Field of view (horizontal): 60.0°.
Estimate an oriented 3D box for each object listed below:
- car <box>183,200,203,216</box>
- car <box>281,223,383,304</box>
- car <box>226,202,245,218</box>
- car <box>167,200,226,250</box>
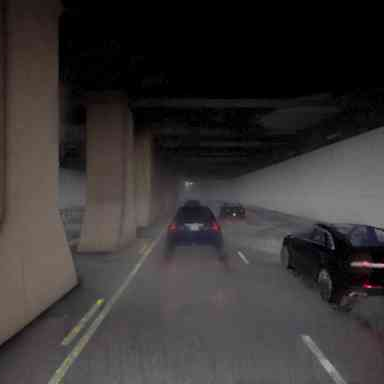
[{"bbox_3d":[0.084,1.532,33.033,1.812,1.442,4.674,0,0,0],"label":"car"},{"bbox_3d":[3.600,1.493,8.132,2.128,1.511,4.902,0,0,0],"label":"car"},{"bbox_3d":[3.597,1.607,30.451,1.895,1.301,4.718,0,0,0],"label":"car"},{"bbox_3d":[0.099,1.355,14.368,2.097,1.767,4.553,0,0,0],"label":"car"}]
